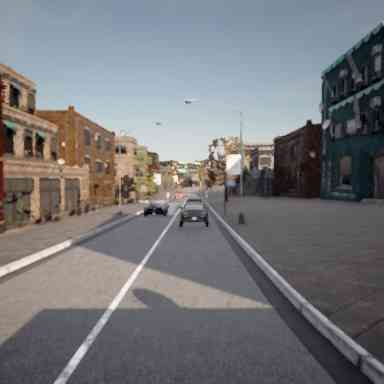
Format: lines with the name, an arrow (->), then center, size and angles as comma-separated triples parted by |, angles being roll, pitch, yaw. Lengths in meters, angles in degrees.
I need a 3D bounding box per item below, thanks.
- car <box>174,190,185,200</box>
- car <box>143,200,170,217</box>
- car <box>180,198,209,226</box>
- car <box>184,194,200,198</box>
car -> -2.657, 0.676, 70.674 | 2.150, 2.045, 5.566 | 0, 0, 0
car -> -3.031, 1.422, 28.920 | 1.895, 1.301, 4.718 | 0, 0, 0
car -> 0.148, 1.402, 22.338 | 1.812, 1.442, 4.674 | 0, 0, 0
car -> 0.258, 1.185, 42.186 | 1.882, 1.535, 5.008 | 0, 0, 0
